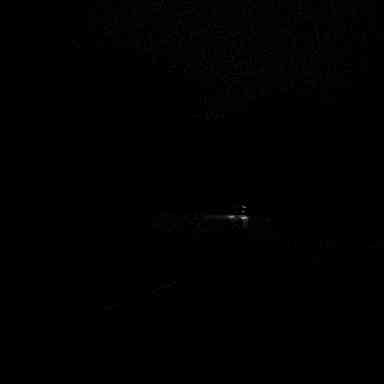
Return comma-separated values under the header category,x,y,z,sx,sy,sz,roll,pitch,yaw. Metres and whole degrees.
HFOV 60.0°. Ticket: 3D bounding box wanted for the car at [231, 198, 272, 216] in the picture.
category,x,y,z,sx,sy,sz,roll,pitch,yaw
car,6.092,1.421,33.941,4.553,1.767,2.097,0,0,-37
